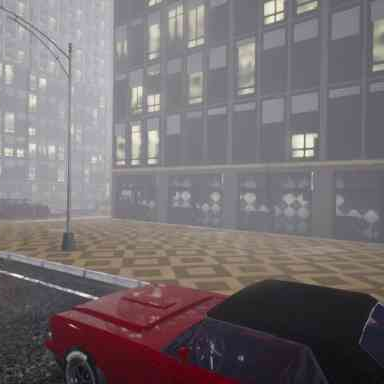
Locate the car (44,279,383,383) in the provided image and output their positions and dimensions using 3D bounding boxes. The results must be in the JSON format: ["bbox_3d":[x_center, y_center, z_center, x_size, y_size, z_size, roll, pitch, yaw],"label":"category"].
[{"bbox_3d":[0.625,1.600,3.241,4.718,1.301,1.895,0,0,36],"label":"car"}]

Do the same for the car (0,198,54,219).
[{"bbox_3d":[-15.766,1.517,30.760,2.192,1.841,5.009,1,0,37],"label":"car"}]

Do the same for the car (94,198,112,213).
[{"bbox_3d":[-8.949,1.828,39.957,1.752,1.417,4.829,1,0,37],"label":"car"}]

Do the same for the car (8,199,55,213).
[{"bbox_3d":[-19.244,1.641,40.143,1.752,1.417,4.829,1,0,37],"label":"car"}]

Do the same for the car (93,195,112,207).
[{"bbox_3d":[-11.103,1.469,46.750,2.150,2.045,5.566,1,0,37],"label":"car"}]
